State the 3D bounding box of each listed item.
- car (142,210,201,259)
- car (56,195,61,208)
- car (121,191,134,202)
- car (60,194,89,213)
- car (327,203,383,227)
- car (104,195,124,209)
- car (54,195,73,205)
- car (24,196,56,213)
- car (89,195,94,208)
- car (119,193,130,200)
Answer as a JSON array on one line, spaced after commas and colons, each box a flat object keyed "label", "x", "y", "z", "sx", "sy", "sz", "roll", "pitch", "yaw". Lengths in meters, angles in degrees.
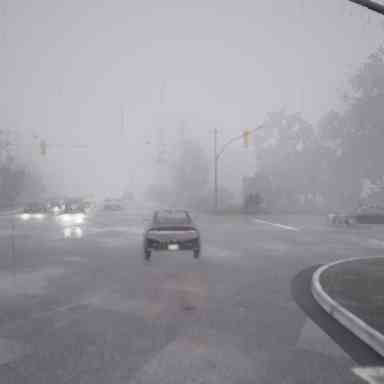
[{"label": "car", "x": -0.805, "y": 1.420, "z": 12.391, "sx": 2.128, "sy": 1.511, "sz": 4.902, "roll": 0, "pitch": 0, "yaw": -6}, {"label": "car", "x": -17.415, "y": 1.247, "z": 41.923, "sx": 1.837, "sy": 1.490, "sz": 4.892, "roll": 0, "pitch": 0, "yaw": -14}, {"label": "car", "x": -12.513, "y": 0.853, "z": 64.610, "sx": 2.150, "sy": 2.045, "sz": 5.566, "roll": 0, "pitch": 0, "yaw": -15}, {"label": "car", "x": -12.028, "y": 1.279, "z": 34.278, "sx": 2.128, "sy": 1.511, "sz": 4.902, "roll": 0, "pitch": 0, "yaw": -16}, {"label": "car", "x": 11.254, "y": 1.484, "z": 21.765, "sx": 4.902, "sy": 1.511, "sz": 2.128, "roll": 1, "pitch": 0, "yaw": -11}, {"label": "car", "x": -9.584, "y": 1.342, "z": 39.984, "sx": 1.895, "sy": 1.301, "sz": 4.718, "roll": 0, "pitch": 0, "yaw": -14}, {"label": "car", "x": -20.032, "y": 1.185, "z": 51.995, "sx": 2.128, "sy": 1.511, "sz": 4.902, "roll": 0, "pitch": 0, "yaw": -15}, {"label": "car", "x": -15.331, "y": 1.365, "z": 33.266, "sx": 1.994, "sy": 1.385, "sz": 4.181, "roll": 0, "pitch": 0, "yaw": -13}, {"label": "car", "x": -14.206, "y": 1.203, "z": 43.521, "sx": 1.882, "sy": 1.535, "sz": 5.008, "roll": 0, "pitch": 0, "yaw": -14}, {"label": "car", "x": -15.153, "y": 1.043, "z": 74.637, "sx": 2.033, "sy": 1.411, "sz": 5.357, "roll": 0, "pitch": 0, "yaw": -14}]
